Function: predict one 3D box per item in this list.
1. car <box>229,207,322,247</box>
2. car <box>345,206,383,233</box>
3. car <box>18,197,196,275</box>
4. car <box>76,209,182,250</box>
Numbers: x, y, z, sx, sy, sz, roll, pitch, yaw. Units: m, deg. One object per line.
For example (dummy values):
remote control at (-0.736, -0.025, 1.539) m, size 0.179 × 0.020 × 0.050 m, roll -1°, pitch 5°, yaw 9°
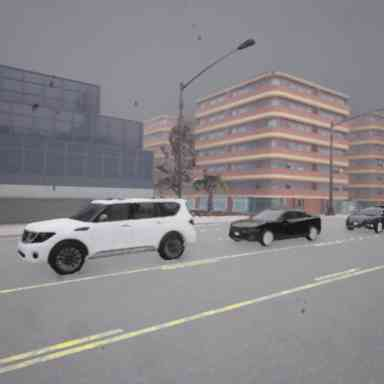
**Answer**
car at (3.903, 1.481, 15.254) m, size 5.008 × 1.535 × 1.882 m, roll 1°, pitch 0°, yaw -36°
car at (11.477, 1.656, 20.679) m, size 4.892 × 1.490 × 1.837 m, roll 2°, pitch -1°, yaw -35°
car at (-2.466, 1.208, 10.775) m, size 5.566 × 2.045 × 2.150 m, roll 0°, pitch 0°, yaw -35°
car at (-2.763, 1.543, 14.863) m, size 4.181 × 1.385 × 1.994 m, roll 0°, pitch 0°, yaw -35°
